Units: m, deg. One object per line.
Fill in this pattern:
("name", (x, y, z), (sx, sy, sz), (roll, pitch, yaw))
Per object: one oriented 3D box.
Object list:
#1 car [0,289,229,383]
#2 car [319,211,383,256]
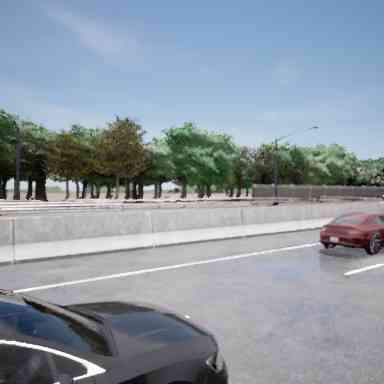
("car", (-1.909, 1.506, 2.385), (4.892, 1.490, 1.837), (0, 0, -36))
("car", (6.838, 1.486, 12.951), (4.674, 1.442, 1.812), (0, 0, -36))
